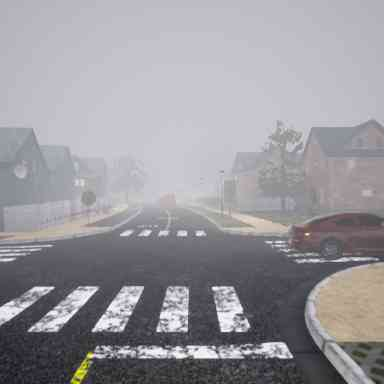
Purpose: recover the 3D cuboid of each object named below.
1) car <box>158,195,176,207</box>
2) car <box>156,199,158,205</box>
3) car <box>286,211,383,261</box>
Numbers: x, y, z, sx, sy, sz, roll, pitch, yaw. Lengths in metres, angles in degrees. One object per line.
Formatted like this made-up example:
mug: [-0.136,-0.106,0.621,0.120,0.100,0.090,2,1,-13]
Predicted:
car: [-4.083,1.497,57.690,2.150,2.045,5.566,0,-1,-10]
car: [-6.193,1.881,68.030,1.882,1.535,5.008,0,-1,-14]
car: [5.512,1.356,10.939,4.674,1.442,1.812,-2,-1,0]
